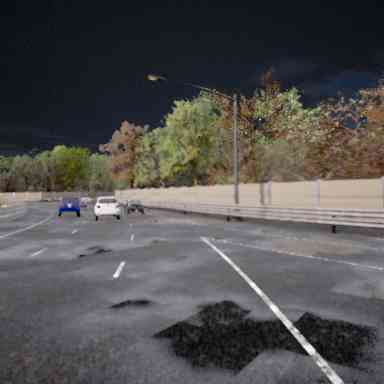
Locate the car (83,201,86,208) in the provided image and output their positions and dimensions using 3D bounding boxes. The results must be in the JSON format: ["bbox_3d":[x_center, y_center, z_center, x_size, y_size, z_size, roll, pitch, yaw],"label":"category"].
[{"bbox_3d":[-19.941,2.073,57.900,2.033,1.411,5.357,0,0,-33],"label":"car"}]

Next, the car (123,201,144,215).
[{"bbox_3d":[-6.747,1.761,38.300,1.837,1.490,4.892,2,0,-18],"label":"car"}]

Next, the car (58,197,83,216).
[{"bbox_3d":[-13.729,1.568,37.252,2.150,2.045,5.566,0,0,-20],"label":"car"}]

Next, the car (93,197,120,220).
[{"bbox_3d":[-8.194,1.484,31.802,2.150,2.045,5.566,0,0,-18],"label":"car"}]
